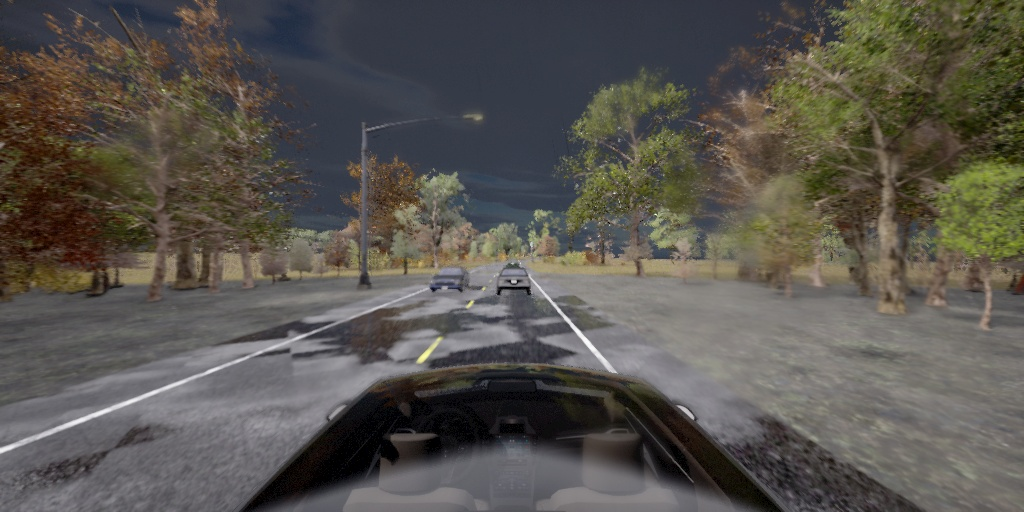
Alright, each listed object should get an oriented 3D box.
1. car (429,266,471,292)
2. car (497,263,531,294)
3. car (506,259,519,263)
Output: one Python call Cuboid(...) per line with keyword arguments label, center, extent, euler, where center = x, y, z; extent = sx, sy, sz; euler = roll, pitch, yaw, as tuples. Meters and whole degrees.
Cuboid(label="car", center=(-3.593, 1.341, 21.779), extent=(2.033, 1.411, 5.357), euler=(0, 0, 0))
Cuboid(label="car", center=(0.095, 1.338, 20.638), extent=(2.033, 1.411, 5.357), euler=(0, 0, 0))
Cuboid(label="car", center=(0.094, 1.219, 56.607), extent=(2.097, 1.767, 4.553), euler=(0, 0, 0))
